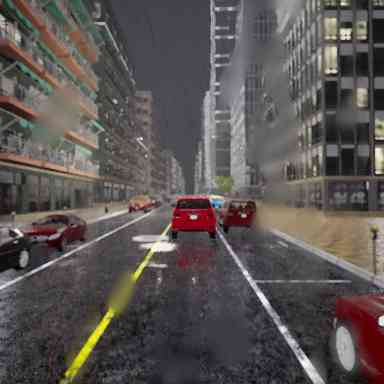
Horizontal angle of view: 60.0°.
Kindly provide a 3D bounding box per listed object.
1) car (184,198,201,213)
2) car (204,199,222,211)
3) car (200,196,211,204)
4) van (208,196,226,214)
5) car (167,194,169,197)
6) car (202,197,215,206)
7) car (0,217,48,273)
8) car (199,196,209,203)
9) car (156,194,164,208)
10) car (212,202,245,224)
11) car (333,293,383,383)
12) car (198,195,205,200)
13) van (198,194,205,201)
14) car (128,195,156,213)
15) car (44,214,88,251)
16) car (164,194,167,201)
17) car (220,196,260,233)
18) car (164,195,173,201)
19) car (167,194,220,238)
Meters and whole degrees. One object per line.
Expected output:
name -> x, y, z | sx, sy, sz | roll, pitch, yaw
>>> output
car -> 0.067, 1.515, 38.852 | 1.837, 1.490, 4.892 | 0, 0, 0
car -> 2.650, 1.570, 42.507 | 1.947, 1.339, 4.313 | 1, 0, 0
car -> 2.625, 1.562, 65.298 | 1.947, 1.339, 4.313 | 1, 0, 0
van -> 2.691, 1.346, 36.810 | 1.690, 1.788, 3.998 | 1, 0, 0
car -> -5.721, 1.326, 71.116 | 2.192, 1.841, 5.009 | 1, 0, 0
car -> 2.633, 1.583, 53.902 | 1.802, 1.307, 4.206 | 1, 0, 0
car -> -5.684, 1.568, 8.431 | 2.008, 1.369, 4.403 | 1, 0, 0
car -> 2.621, 1.559, 70.997 | 1.947, 1.339, 4.313 | 1, 0, 0
car -> -5.706, 1.337, 48.321 | 2.192, 1.841, 5.009 | 1, 0, 0
car -> 2.685, 1.555, 25.414 | 2.008, 1.369, 4.403 | 1, 0, 0
car -> 2.701, 1.541, 2.621 | 1.887, 1.381, 4.507 | 1, 0, 0
car -> 2.606, 1.542, 93.787 | 1.947, 1.339, 4.313 | 1, 0, 0
van -> 2.614, 1.322, 88.090 | 1.690, 1.788, 3.998 | 1, 0, 0
car -> -5.698, 1.338, 36.926 | 2.192, 1.841, 5.009 | 1, 0, 0
car -> -5.688, 1.602, 14.128 | 1.802, 1.307, 4.206 | 1, 0, 0
car -> -5.712, 1.460, 54.021 | 1.967, 1.590, 4.097 | 1, 0, 0
car -> 2.693, 1.318, 19.716 | 2.192, 1.841, 5.009 | 1, 0, 0
car -> -5.734, 1.569, 82.512 | 1.947, 1.339, 4.313 | 1, 0, 0
car -> 0.077, 1.232, 17.851 | 2.150, 2.045, 5.566 | 0, 0, 0
